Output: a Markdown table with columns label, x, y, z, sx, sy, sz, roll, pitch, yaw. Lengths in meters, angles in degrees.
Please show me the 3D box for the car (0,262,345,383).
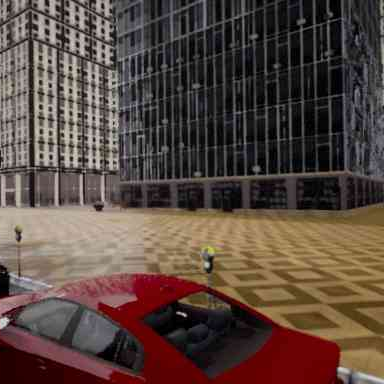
| label | x | y | z | sx | sy | sz | roll | pitch | yaw |
| --- | --- | --- | --- | --- | --- | --- | --- | --- | --- |
| car | -0.836 | 1.551 | 3.487 | 4.507 | 1.381 | 1.887 | 0 | -1 | 36 |
